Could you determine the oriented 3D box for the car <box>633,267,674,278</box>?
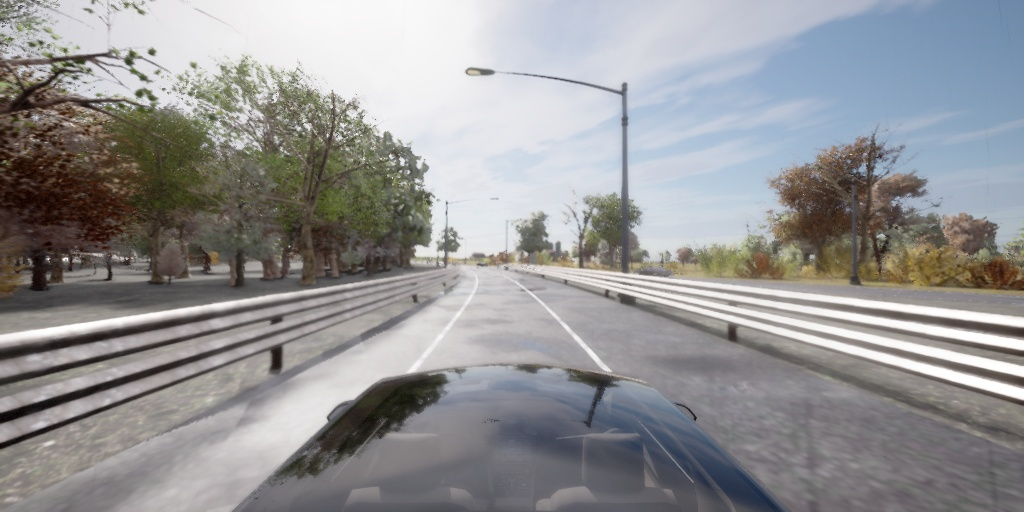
[{"bbox_3d":[17.962,2.063,45.852,2.033,1.411,5.357,0,-1,-26],"label":"car"}]
